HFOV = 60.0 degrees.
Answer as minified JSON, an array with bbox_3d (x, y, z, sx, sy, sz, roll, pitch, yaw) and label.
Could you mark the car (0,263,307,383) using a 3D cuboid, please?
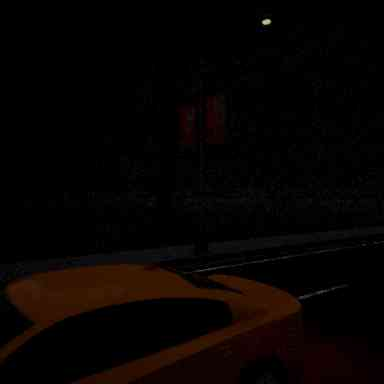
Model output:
[{"bbox_3d":[-1.093,1.484,2.906,5.008,1.535,1.882,1,0,-36],"label":"car"}]
